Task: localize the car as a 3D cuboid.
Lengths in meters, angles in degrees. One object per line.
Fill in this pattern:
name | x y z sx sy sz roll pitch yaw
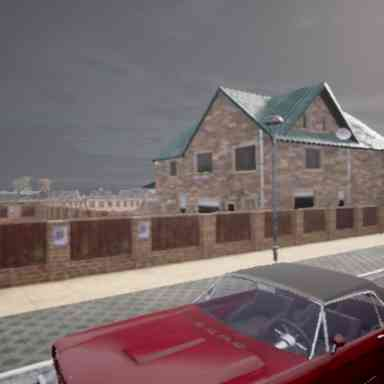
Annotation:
car | 0.924 1.604 3.720 4.718 1.301 1.895 0 0 -35
